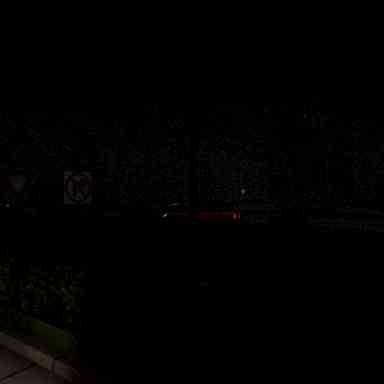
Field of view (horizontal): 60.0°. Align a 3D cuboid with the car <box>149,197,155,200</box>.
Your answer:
[{"bbox_3d":[-5.960,1.461,54.325,1.994,1.385,4.181,0,0,36],"label":"car"}]

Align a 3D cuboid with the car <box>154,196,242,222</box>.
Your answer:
[{"bbox_3d":[0.514,1.323,18.745,4.553,1.767,2.097,0,0,18],"label":"car"}]

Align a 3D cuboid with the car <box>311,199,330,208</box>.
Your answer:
[{"bbox_3d":[12.780,1.480,33.439,1.816,1.474,4.193,0,0,35],"label":"car"}]

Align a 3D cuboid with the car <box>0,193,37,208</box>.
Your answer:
[{"bbox_3d":[-20.274,1.110,40.607,2.150,2.045,5.566,0,0,36],"label":"car"}]

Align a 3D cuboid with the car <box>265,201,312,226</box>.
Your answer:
[{"bbox_3d":[6.356,1.499,22.229,1.784,1.438,3.905,0,0,35],"label":"car"}]

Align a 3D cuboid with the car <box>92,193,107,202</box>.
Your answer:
[{"bbox_3d":[-13.640,1.119,43.578,2.150,2.045,5.566,0,0,37],"label":"car"}]
